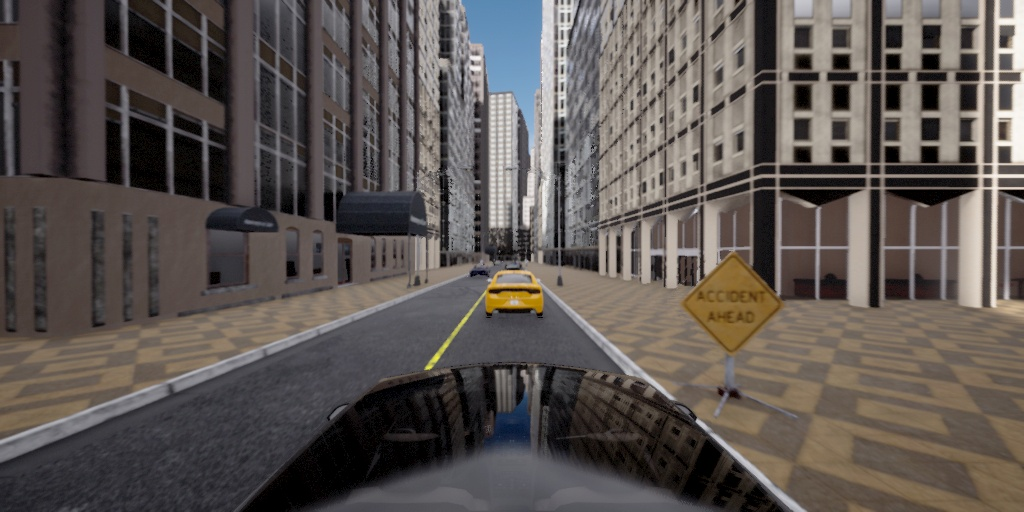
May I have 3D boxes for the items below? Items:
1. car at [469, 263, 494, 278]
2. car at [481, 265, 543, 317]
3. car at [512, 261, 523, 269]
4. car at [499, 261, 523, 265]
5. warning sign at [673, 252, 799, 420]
[{"bbox_3d":[-3.128,1.503,35.737,1.895,1.301,4.718,0,0,0],"label":"car"},{"bbox_3d":[0.079,1.276,13.402,1.882,1.535,5.008,0,0,0],"label":"car"},{"bbox_3d":[0.995,1.579,64.503,1.812,1.442,4.674,0,0,0],"label":"car"},{"bbox_3d":[0.069,1.380,30.237,1.837,1.490,4.892,0,0,0],"label":"car"},{"bbox_3d":[2.715,0.876,4.494,1.300,1.860,1.060,0,0,0],"label":"warning sign"}]
